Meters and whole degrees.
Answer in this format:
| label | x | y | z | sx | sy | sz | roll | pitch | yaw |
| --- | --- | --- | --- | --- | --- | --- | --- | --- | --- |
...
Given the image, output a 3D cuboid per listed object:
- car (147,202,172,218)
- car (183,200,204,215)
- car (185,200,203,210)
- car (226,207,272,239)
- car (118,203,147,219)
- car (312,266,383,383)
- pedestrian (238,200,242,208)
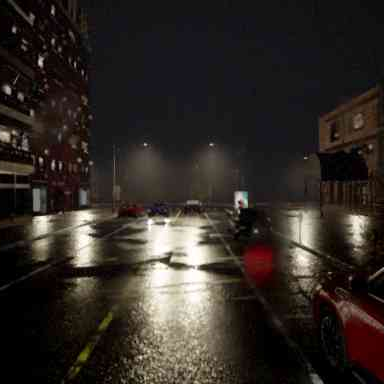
| label | x | y | z | sx | sy | sz | roll | pitch | yaw |
| --- | --- | --- | --- | --- | --- | --- | --- | --- | --- |
| car | -3.091 | 1.688 | 31.850 | 1.812 | 1.442 | 4.674 | 0 | 0 | 0 |
| car | 0.059 | 1.680 | 37.101 | 2.128 | 1.511 | 4.902 | 0 | 0 | 0 |
| car | 0.340 | 1.803 | 47.212 | 1.994 | 1.385 | 4.181 | 0 | 0 | 10 |
| car | 3.000 | 1.598 | 18.009 | 1.837 | 1.490 | 4.892 | 0 | 0 | 0 |
| car | -5.700 | 1.703 | 31.024 | 1.887 | 1.381 | 4.507 | -1 | 0 | 0 |
| car | 2.678 | 1.329 | 2.610 | 2.192 | 1.841 | 5.009 | -1 | 0 | 0 |
| pedestrian | 3.000 | 1.401 | 20.946 | 0.375 | 1.860 | 0.375 | -1 | 0 | -3 |
